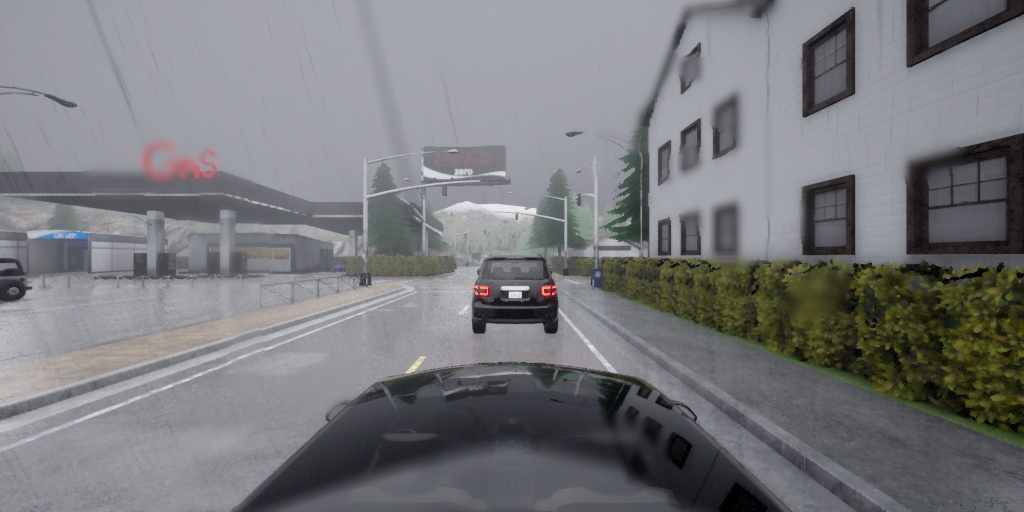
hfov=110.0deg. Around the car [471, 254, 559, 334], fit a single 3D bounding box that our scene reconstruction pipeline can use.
[{"bbox_3d":[0.084,0.971,10.789,2.150,2.045,5.566,0,0,0],"label":"car"}]
